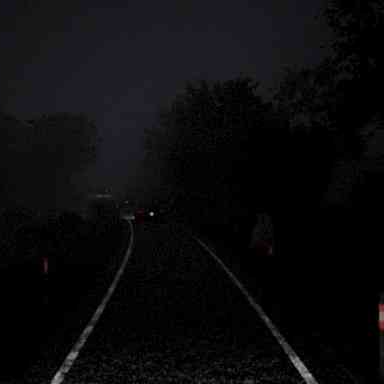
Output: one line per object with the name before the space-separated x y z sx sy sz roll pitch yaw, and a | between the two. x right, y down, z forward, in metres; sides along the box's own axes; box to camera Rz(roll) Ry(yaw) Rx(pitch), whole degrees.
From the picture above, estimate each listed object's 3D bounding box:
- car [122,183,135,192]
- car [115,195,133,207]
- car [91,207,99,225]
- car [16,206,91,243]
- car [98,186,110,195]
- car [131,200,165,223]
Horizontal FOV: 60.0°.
car | -15.444 -1.189 79.209 2.150 2.045 5.566 0 2 -9
car | -8.252 1.069 40.678 1.994 1.385 4.181 -1 3 -19
car | -7.879 1.759 23.836 2.002 1.452 4.674 1 0 -6
car | -7.378 1.701 17.712 2.097 1.535 5.008 -1 0 0
car | -17.660 -0.300 66.646 2.097 1.767 4.553 -1 3 -9
car | -3.257 1.482 24.979 1.994 1.385 4.181 -1 1 -13
